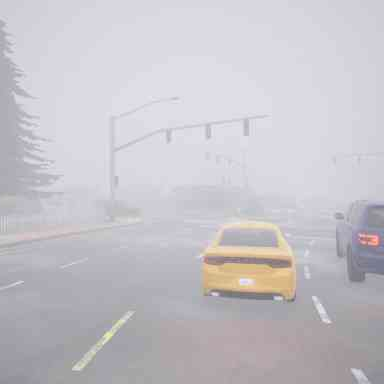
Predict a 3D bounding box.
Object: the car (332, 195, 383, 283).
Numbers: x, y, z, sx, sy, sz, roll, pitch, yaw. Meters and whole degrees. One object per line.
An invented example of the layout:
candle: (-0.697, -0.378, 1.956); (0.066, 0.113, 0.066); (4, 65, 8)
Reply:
car: (5.462, 1.221, 9.478); (2.150, 2.045, 5.566); (0, 0, 19)

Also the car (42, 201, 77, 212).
car: (-15.074, 1.581, 37.643); (4.674, 1.442, 1.812); (0, 0, 32)

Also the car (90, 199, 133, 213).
car: (-9.289, 1.560, 38.163); (4.892, 1.490, 1.837); (0, 0, 32)

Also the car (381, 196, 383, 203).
car: (40.544, 1.540, 69.224); (2.033, 1.411, 5.357); (0, 0, 32)

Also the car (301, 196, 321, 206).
car: (19.468, 1.564, 55.085); (1.994, 1.385, 4.181); (0, 0, 32)

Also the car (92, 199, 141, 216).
car: (-7.227, 1.560, 32.745); (4.892, 1.490, 1.837); (0, 0, 34)

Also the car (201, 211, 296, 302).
car: (1.498, 1.478, 8.449); (1.882, 1.535, 5.008); (0, 0, 12)

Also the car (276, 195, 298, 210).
car: (12.617, 1.526, 43.975); (1.812, 1.442, 4.674); (0, 0, 32)

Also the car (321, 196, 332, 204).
car: (25.392, 1.525, 64.597); (1.812, 1.442, 4.674); (0, 0, 32)

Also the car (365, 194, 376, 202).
car: (42.877, 1.355, 79.727); (2.097, 1.767, 4.553); (0, 0, 32)

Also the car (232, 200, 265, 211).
car: (5.546, 1.531, 32.410); (2.128, 1.511, 4.902); (0, 0, 32)

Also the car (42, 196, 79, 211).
car: (-17.011, 1.407, 42.979); (4.553, 1.767, 2.097); (0, 0, 32)

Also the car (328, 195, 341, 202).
car: (32.936, 1.529, 76.903); (2.033, 1.411, 5.357); (0, 0, 32)
